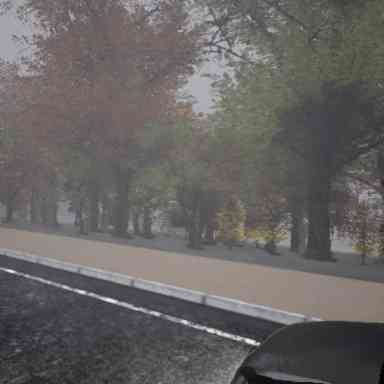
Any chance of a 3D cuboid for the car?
[{"bbox_3d":[2.249,1.571,2.082,4.181,1.385,1.994,1,0,35],"label":"car"}]
